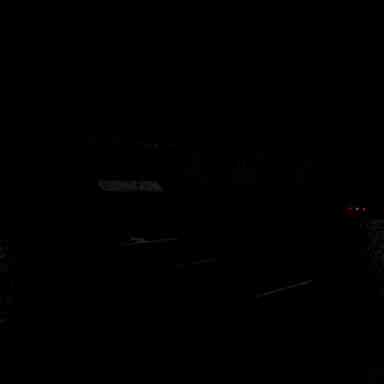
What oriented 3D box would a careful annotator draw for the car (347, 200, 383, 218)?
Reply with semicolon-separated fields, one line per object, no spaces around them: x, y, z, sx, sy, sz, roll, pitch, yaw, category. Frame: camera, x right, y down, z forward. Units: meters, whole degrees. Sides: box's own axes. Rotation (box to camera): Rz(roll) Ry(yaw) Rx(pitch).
15.307;1.377;28.234;5.357;1.411;2.033;-1;0;-37;car
